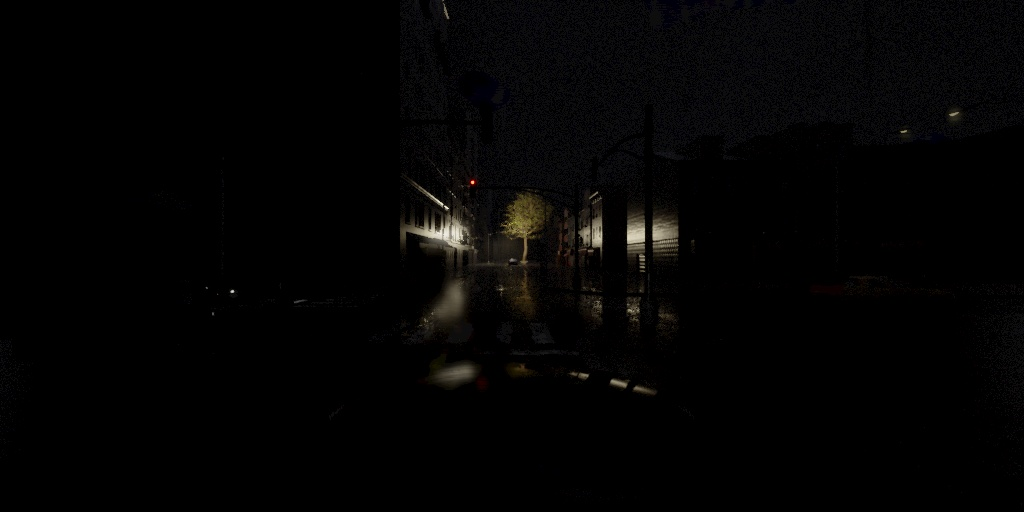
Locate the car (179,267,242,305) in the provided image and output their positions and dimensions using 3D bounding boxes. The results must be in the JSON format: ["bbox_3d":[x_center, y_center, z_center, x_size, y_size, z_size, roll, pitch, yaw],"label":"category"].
[{"bbox_3d":[-13.757,1.178,14.542,4.892,1.490,1.837,0,0,0],"label":"car"}]

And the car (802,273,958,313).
[{"bbox_3d":[13.904,1.346,13.654,4.829,1.417,1.751,0,0,0],"label":"car"}]
